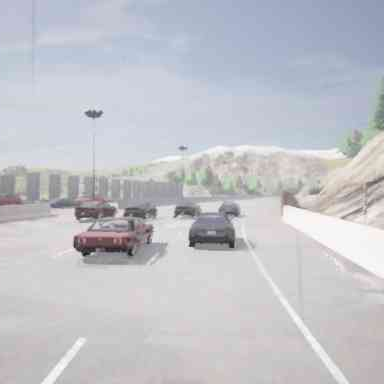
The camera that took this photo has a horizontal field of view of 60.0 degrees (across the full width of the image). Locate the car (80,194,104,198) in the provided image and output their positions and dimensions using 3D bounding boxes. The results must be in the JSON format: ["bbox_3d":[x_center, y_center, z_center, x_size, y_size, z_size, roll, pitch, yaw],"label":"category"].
[{"bbox_3d":[-14.560,1.280,47.576,2.150,2.045,5.566,0,0,16],"label":"car"}]

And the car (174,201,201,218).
[{"bbox_3d":[-0.366,1.574,30.558,1.837,1.490,4.892,0,0,11],"label":"car"}]

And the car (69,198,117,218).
[{"bbox_3d":[-7.946,1.513,27.904,1.882,1.535,5.008,0,0,9],"label":"car"}]

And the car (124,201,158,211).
[{"bbox_3d":[-4.307,1.554,28.423,1.837,1.490,4.892,0,0,10],"label":"car"}]

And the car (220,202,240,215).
[{"bbox_3d":[3.758,1.654,33.287,1.994,1.385,4.181,0,0,12],"label":"car"}]

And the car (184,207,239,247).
[{"bbox_3d":[0.958,1.603,15.304,1.994,1.385,4.181,0,0,5],"label":"car"}]

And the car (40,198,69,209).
[{"bbox_3d":[-18.571,1.586,46.252,2.033,1.411,5.357,0,0,15],"label":"car"}]

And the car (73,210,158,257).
[{"bbox_3d":[-2.788,1.621,13.009,1.895,1.301,4.718,0,0,5],"label":"car"}]
